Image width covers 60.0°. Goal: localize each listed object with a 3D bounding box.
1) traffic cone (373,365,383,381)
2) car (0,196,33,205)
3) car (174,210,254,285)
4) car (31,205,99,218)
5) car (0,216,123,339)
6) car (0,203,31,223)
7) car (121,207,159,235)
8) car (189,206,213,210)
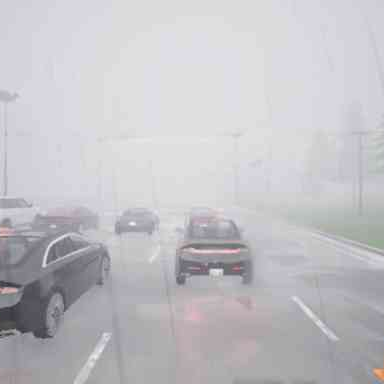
[{"bbox_3d":[2.436,1.950,4.007,0.340,0.580,0.340,0,0,0],"label":"traffic cone"},{"bbox_3d":[-9.968,1.201,17.537,2.150,2.045,5.566,0,0,0],"label":"car"},{"bbox_3d":[0.523,1.480,9.469,2.128,1.511,4.902,0,0,0],"label":"car"},{"bbox_3d":[-6.470,1.456,18.024,1.882,1.535,5.008,0,0,0],"label":"car"},{"bbox_3d":[-3.000,1.484,6.517,2.128,1.511,4.902,0,0,0],"label":"car"},{"bbox_3d":[-6.494,1.342,8.810,2.097,1.767,4.553,0,0,0],"label":"car"},{"bbox_3d":[-2.970,1.542,18.579,1.994,1.385,4.181,0,0,0],"label":"car"},{"bbox_3d":[0.521,1.504,18.550,1.812,1.442,4.674,0,0,0],"label":"car"}]
